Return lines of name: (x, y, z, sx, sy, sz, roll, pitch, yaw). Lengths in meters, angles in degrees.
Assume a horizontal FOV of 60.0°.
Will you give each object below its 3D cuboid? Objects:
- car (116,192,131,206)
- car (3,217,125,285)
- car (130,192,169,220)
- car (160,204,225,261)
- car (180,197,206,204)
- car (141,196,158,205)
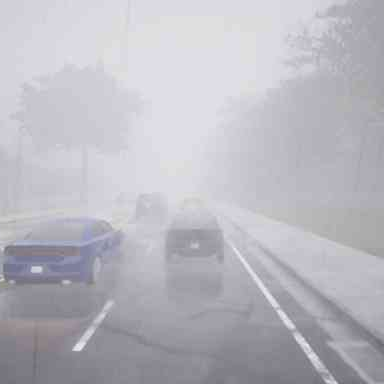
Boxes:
car: (-9.784, 0.956, 50.031, 2.150, 2.045, 5.566, 0, 0, 0)
car: (-3.195, 1.427, 9.358, 1.882, 1.535, 5.008, 0, 1, 0)
car: (-3.161, 1.081, 26.767, 2.150, 2.045, 5.566, 0, 1, 1)
car: (0.080, 1.413, 12.092, 1.882, 1.535, 5.008, 0, 0, 0)
car: (0.092, 1.205, 27.418, 2.097, 1.767, 4.553, 0, 0, 0)
car: (-6.528, 1.291, 51.394, 1.994, 1.385, 4.181, 0, 0, 0)
